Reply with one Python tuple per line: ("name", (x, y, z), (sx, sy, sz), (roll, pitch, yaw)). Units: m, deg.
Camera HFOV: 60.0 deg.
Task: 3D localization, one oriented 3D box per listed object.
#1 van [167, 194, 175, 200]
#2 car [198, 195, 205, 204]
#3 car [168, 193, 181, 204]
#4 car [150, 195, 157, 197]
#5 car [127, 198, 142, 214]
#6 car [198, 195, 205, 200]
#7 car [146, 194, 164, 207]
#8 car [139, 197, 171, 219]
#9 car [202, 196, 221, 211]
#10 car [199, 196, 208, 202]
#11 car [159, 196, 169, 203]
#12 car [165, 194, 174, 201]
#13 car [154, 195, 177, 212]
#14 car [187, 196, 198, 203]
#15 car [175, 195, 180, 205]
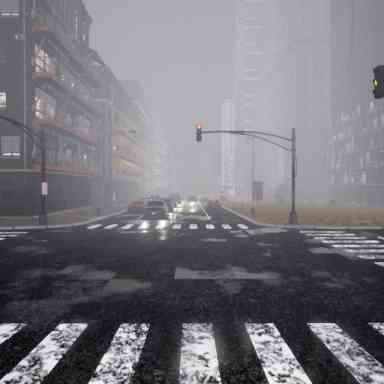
("van", (-5.794, 1.366, 91.848), (1.690, 1.788, 3.998), (-1, 0, 0))
("car", (2.584, 1.562, 63.670), (2.008, 1.369, 4.403), (-1, 0, 0))
("car", (-3.098, 1.231, 59.319), (2.150, 2.045, 5.566), (0, 0, 1))
("car", (-5.742, 1.443, 41.009), (1.967, 1.590, 4.097), (-1, 0, 0))
("car", (-5.735, 1.546, 35.360), (1.887, 1.381, 4.507), (-1, 0, 0))
("car", (2.555, 1.551, 92.086), (1.752, 1.417, 4.829), (-1, 0, 0))
("car", (-5.755, 1.321, 52.307), (2.192, 1.841, 5.009), (-1, 0, 0))
("car", (-3.128, 1.506, 29.332), (1.837, 1.490, 4.892), (0, 0, 0))
("car", (2.606, 1.548, 41.074), (1.887, 1.381, 4.507), (-1, 0, 0))
("car", (2.573, 1.561, 74.968), (1.887, 1.381, 4.507), (-1, 0, 0))
("car", (-5.768, 1.596, 69.254), (1.802, 1.307, 4.206), (-1, 0, 0))
("car", (-5.789, 1.337, 86.201), (2.192, 1.841, 5.009), (-1, 0, 0))
("car", (-3.134, 1.480, 38.879), (1.882, 1.535, 5.008), (0, 0, 0))
("car", (0.033, 1.491, 69.790), (1.882, 1.535, 5.008), (0, 0, 0))
("car", (-3.137, 1.531, 48.762), (1.812, 1.442, 4.674), (0, 0, 0))
